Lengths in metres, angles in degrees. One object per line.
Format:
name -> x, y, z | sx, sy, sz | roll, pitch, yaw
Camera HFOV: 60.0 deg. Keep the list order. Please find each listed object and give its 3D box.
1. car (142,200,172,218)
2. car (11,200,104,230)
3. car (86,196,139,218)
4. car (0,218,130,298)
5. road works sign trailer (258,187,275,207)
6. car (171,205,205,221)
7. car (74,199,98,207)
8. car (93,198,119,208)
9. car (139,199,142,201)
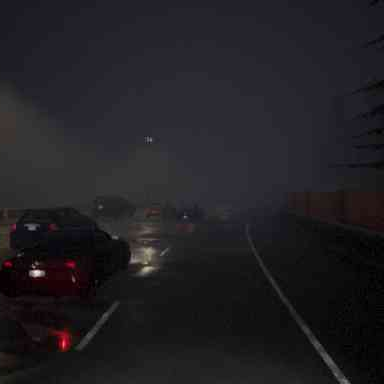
car -> -2.958, 1.692, 32.715 | 1.882, 1.535, 5.008 | 0, 0, 13
car -> -5.940, 1.442, 14.952 | 2.097, 1.767, 4.553 | 0, 0, 6
car -> -7.072, 1.412, 30.372 | 2.150, 2.045, 5.566 | 0, 0, 12
car -> -2.987, 1.617, 8.682 | 1.994, 1.385, 4.181 | 0, 0, 3
road works sign trailer -> 13.213, 0.888, 59.326 | 2.380, 3.560, 2.880 | 0, 0, 27
car -> -0.079, 1.800, 29.651 | 1.895, 1.301, 4.718 | 0, 0, 12
car -> -19.695, 1.940, 62.091 | 1.994, 1.385, 4.181 | 0, 0, 21
car -> -14.423, 1.853, 56.198 | 1.837, 1.490, 4.892 | 0, 0, 20
car -> -9.792, 1.922, 58.708 | 2.033, 1.411, 5.357 | 0, 0, 21
